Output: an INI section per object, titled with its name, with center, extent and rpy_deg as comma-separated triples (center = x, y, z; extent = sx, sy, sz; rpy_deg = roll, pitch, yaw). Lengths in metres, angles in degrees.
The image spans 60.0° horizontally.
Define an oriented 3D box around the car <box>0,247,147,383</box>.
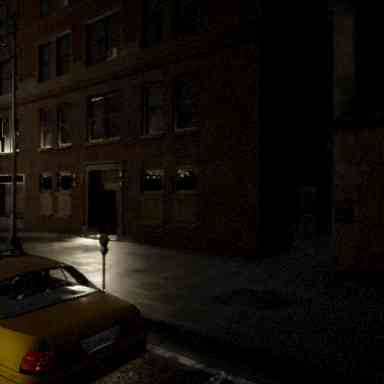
[car]
center = -2.825, 1.492, 4.824
extent = 4.829, 1.417, 1.752
rpy_deg = 0, 0, 35
